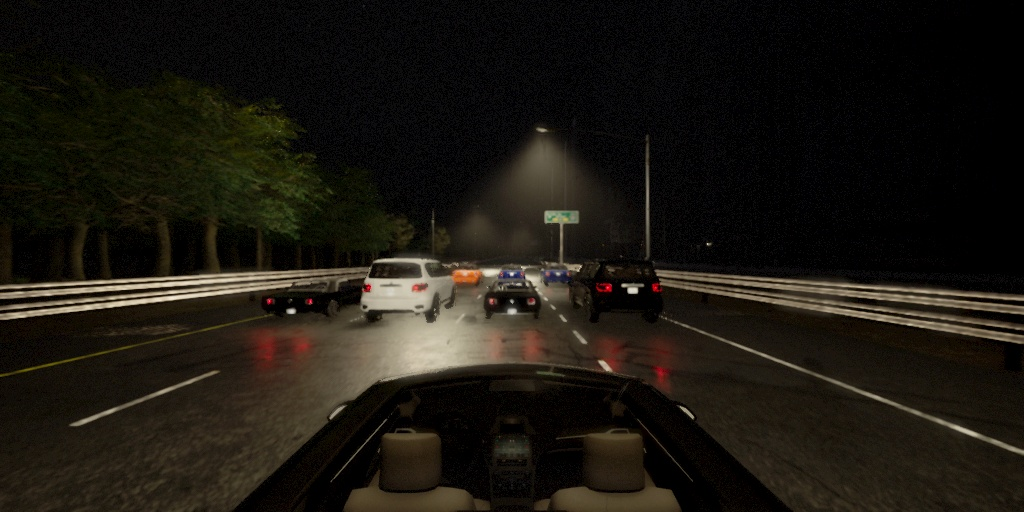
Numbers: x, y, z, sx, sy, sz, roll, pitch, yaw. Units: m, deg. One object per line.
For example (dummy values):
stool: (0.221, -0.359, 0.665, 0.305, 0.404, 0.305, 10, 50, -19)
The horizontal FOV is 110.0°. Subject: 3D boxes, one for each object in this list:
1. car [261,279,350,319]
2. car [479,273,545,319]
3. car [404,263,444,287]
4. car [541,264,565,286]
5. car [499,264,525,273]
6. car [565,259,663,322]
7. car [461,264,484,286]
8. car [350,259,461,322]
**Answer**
car: (-6.973, 1.500, 13.583, 1.895, 1.301, 4.718, 0, -1, 0)
car: (0.027, 1.500, 13.579, 1.895, 1.301, 4.718, 0, -1, 0)
car: (-6.994, 1.440, 29.085, 2.097, 1.767, 4.553, 0, -1, 1)
car: (3.507, 1.440, 29.113, 2.097, 1.767, 4.553, 0, -1, 0)
car: (0.006, 1.440, 29.104, 2.097, 1.767, 4.553, 0, -1, 0)
car: (3.522, 1.115, 13.059, 2.150, 2.045, 5.566, 0, 0, 0)
car: (-3.494, 1.440, 29.089, 2.097, 1.767, 4.553, 0, -1, 0)
car: (-3.478, 1.116, 13.044, 2.150, 2.045, 5.566, 0, 0, 0)
